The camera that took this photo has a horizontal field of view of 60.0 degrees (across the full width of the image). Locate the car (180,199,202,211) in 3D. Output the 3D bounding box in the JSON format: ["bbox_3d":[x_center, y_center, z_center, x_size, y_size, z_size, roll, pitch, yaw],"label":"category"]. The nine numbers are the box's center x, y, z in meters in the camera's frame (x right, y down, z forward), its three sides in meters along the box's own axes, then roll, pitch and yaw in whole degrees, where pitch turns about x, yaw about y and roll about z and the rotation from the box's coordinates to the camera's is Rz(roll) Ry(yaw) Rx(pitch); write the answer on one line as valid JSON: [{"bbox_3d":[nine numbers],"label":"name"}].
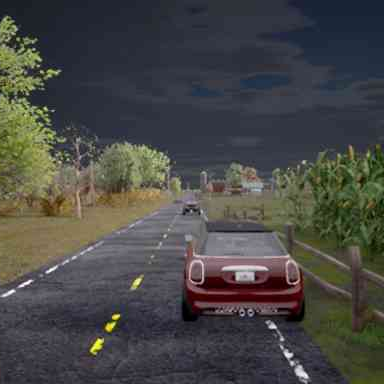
[{"bbox_3d":[-0.035,1.684,35.704,1.837,1.490,4.892,0,0,0],"label":"car"}]

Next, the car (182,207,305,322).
[{"bbox_3d":[0.880,1.393,7.512,2.097,1.767,4.553,0,0,1],"label":"car"}]

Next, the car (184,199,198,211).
[{"bbox_3d":[-0.076,1.725,45.614,1.837,1.490,4.892,0,0,0],"label":"car"}]

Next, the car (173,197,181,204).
[{"bbox_3d":[-2.974,1.874,73.028,1.994,1.385,4.181,0,0,0],"label":"car"}]
